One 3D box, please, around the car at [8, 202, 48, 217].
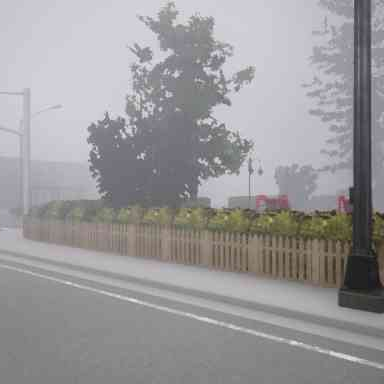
[{"bbox_3d":[-14.002,1.601,30.308,1.895,1.301,4.718,0,0,35],"label":"car"}]
